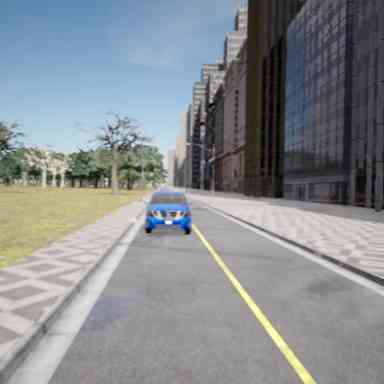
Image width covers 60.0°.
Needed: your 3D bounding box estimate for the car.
[{"bbox_3d":[-1.248,0.941,17.378,2.150,2.045,5.566,1,1,-5],"label":"car"}]
